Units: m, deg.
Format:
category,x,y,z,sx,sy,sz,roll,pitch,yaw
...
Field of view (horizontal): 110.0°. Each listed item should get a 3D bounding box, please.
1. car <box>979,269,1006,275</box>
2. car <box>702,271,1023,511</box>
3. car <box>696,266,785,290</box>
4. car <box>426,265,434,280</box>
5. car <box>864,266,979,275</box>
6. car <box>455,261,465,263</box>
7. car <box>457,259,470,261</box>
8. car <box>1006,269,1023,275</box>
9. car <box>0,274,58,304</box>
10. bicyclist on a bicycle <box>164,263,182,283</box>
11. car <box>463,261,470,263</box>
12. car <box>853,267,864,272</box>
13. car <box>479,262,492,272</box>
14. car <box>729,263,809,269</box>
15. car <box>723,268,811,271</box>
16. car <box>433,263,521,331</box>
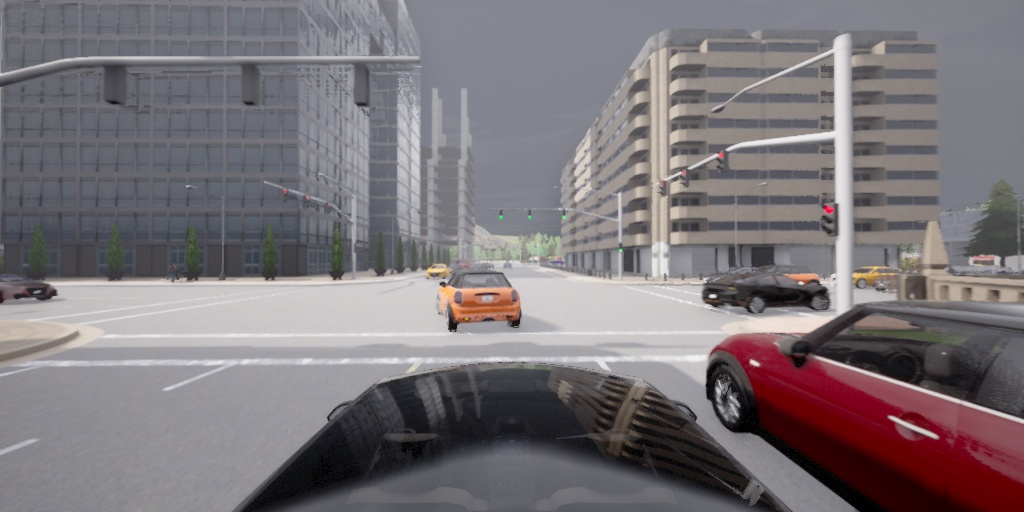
category,x,y,z,sx,sy,sz,roll,pitch,yaw
car,34.791,1.595,25.514,4.718,1.301,1.895,0,-1,-1
car,3.445,1.108,2.693,2.097,1.767,4.553,0,-1,2
car,15.949,1.506,25.188,4.902,1.511,2.128,0,-1,-1
car,-7.516,1.585,37.176,1.882,1.535,5.008,0,-1,0
car,24.782,1.496,21.832,4.674,1.442,1.812,0,-1,-1
car,-7.621,1.691,46.595,2.128,1.511,4.902,0,-1,-1
car,-7.693,1.517,56.463,2.150,2.045,5.566,0,-1,0
car,34.726,1.181,22.021,5.566,2.045,2.150,0,-1,-2
car,-24.881,1.554,17.265,4.181,1.385,1.994,0,-1,-1
bicyclist on a bicycle,-27.594,1.411,29.203,0.582,1.620,1.656,0,0,-1
car,-4.045,1.637,40.190,1.837,1.490,4.892,0,-1,-1
car,25.427,1.482,25.355,5.008,1.535,1.882,0,-1,-1
car,-4.201,1.810,57.901,1.837,1.490,4.892,0,-1,0
car,15.803,1.333,21.683,4.553,1.767,2.097,0,-1,-1
car,10.141,1.395,14.368,5.008,1.535,1.882,0,-2,-13
car,-1.274,1.225,11.835,2.097,1.767,4.553,0,-1,-16
